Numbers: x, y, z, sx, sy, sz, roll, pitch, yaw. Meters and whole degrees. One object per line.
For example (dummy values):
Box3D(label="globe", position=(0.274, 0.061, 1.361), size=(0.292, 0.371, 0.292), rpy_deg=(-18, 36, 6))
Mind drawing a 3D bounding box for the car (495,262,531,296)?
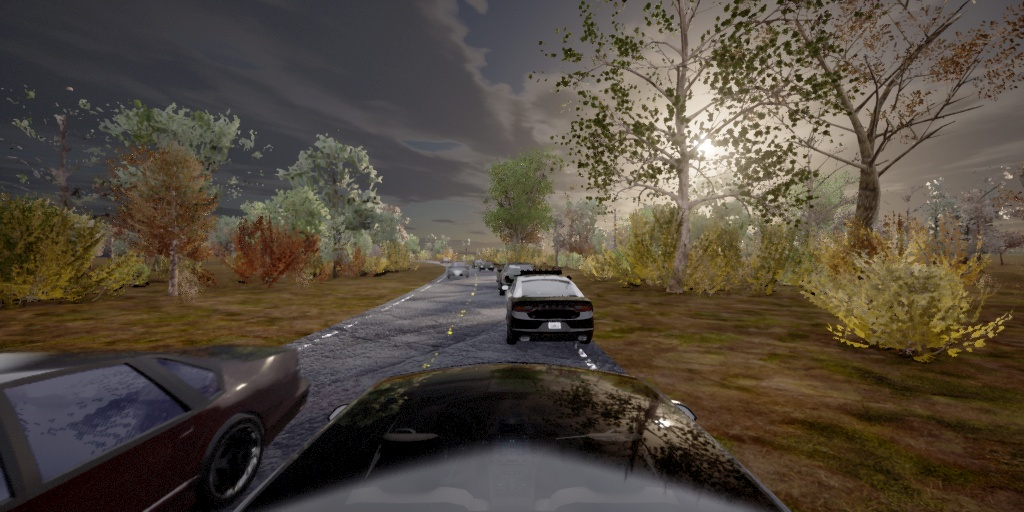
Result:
Box3D(label="car", position=(0.298, 1.100, 19.627), size=(2.097, 1.767, 4.553), rpy_deg=(0, 0, -4))

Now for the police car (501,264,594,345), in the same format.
Box3D(label="police car", position=(0.768, 1.175, 9.698), size=(1.930, 1.638, 5.238), rpy_deg=(0, 0, -2))

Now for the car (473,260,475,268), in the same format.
Box3D(label="car", position=(-5.571, 1.291, 58.833), size=(2.033, 1.411, 5.357), rpy_deg=(0, 0, -11))

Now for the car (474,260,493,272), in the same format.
Box3D(label="car", position=(-3.479, 1.347, 46.593), size=(1.895, 1.301, 4.718), rpy_deg=(0, 0, -9))

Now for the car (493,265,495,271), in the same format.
Box3D(label="car", position=(-0.146, 1.253, 25.687), size=(1.837, 1.490, 4.892), rpy_deg=(0, 0, -5))

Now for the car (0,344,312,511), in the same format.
Box3D(label="car", position=(-3.123, 1.297, 1.588), size=(2.033, 1.411, 5.357), rpy_deg=(0, 0, 0))

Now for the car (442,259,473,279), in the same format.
Box3D(label="car", position=(-4.741, 1.240, 31.907), size=(2.128, 1.511, 4.902), rpy_deg=(0, 0, -6))
